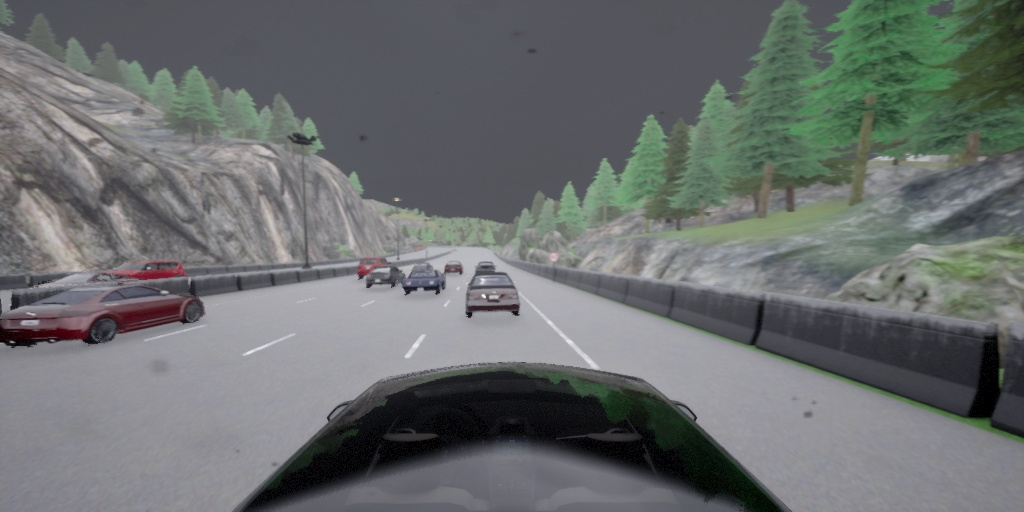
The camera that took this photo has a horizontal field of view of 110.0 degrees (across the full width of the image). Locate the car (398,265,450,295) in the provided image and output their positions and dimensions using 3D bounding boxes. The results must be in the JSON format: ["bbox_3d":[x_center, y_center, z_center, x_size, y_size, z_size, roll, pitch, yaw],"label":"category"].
[{"bbox_3d":[-4.879,1.423,20.600,1.895,1.301,4.718,-1,0,-5],"label":"car"}]

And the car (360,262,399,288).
[{"bbox_3d":[-8.770,1.406,25.128,1.812,1.442,4.674,-1,0,-5],"label":"car"}]

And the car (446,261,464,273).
[{"bbox_3d":[-6.586,1.310,41.022,1.882,1.535,5.008,-1,0,-5],"label":"car"}]

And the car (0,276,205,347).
[{"bbox_3d":[-11.025,1.479,10.086,1.994,1.385,4.181,-1,0,-5],"label":"car"}]

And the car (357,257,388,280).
[{"bbox_3d":[-13.080,1.163,34.568,2.150,2.045,5.566,-1,0,-5],"label":"car"}]

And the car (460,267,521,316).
[{"bbox_3d":[-0.772,1.308,13.466,2.033,1.411,5.357,-1,0,-5],"label":"car"}]

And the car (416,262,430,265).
[{"bbox_3d":[-10.096,1.432,40.985,2.033,1.411,5.357,-1,0,-5],"label":"car"}]

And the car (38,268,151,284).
[{"bbox_3d":[-22.490,1.612,19.053,1.812,1.442,4.674,-1,0,-5],"label":"car"}]

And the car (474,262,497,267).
[{"bbox_3d":[-2.470,1.289,33.777,1.837,1.490,4.892,-1,0,-5],"label":"car"}]

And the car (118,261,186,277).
[{"bbox_3d":[-26.537,1.370,25.809,2.150,2.045,5.566,-1,0,-4],"label":"car"}]
